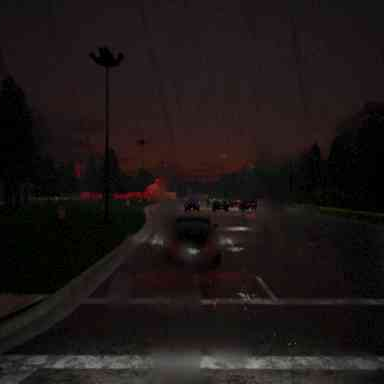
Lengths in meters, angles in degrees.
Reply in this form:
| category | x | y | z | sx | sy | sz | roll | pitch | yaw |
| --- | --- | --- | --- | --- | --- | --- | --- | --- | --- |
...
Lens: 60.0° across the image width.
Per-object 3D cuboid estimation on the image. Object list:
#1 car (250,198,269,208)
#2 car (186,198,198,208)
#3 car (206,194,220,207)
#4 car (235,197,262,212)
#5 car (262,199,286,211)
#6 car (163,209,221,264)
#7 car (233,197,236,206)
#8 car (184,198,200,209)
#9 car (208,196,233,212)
| category | x | y | z | sx | sy | sz | roll | pitch | yaw |
| --- | --- | --- | --- | --- | --- | --- | --- | --- | --- |
| car | 10.507 | 1.721 | 52.140 | 2.033 | 1.411 | 5.357 | 0 | 0 | 0 |
| car | 0.007 | 1.698 | 52.142 | 1.812 | 1.442 | 4.674 | 0 | 0 | 0 |
| car | 3.507 | 1.394 | 52.173 | 2.150 | 2.045 | 5.566 | 0 | 0 | 0 |
| car | 7.006 | 1.643 | 41.724 | 1.837 | 1.490 | 4.892 | 0 | 0 | 0 |
| car | 10.506 | 1.704 | 42.140 | 1.994 | 1.385 | 4.181 | 0 | 0 | 0 |
| car | 0.002 | 1.566 | 11.931 | 1.812 | 1.442 | 4.674 | 0 | 0 | 0 |
| car | 7.007 | 1.525 | 52.112 | 2.097 | 1.767 | 4.553 | 0 | 0 | 0 |
| car | 0.006 | 1.740 | 42.171 | 1.895 | 1.301 | 4.718 | 0 | 0 | 0 |
| car | 3.506 | 1.630 | 41.724 | 2.128 | 1.511 | 4.902 | 0 | 0 | 0 |
